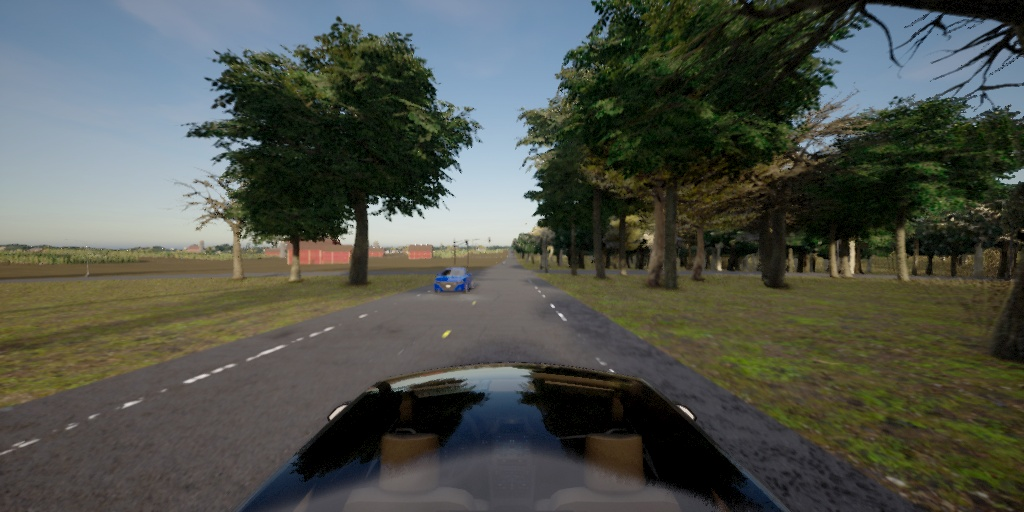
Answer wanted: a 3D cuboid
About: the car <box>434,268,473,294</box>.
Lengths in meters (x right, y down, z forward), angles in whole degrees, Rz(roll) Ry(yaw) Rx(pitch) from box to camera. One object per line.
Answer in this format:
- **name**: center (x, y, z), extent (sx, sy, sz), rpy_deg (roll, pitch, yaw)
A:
- **car**: center (-3.600, 1.476, 22.708), extent (1.882, 1.535, 5.008), rpy_deg (0, -1, 0)
